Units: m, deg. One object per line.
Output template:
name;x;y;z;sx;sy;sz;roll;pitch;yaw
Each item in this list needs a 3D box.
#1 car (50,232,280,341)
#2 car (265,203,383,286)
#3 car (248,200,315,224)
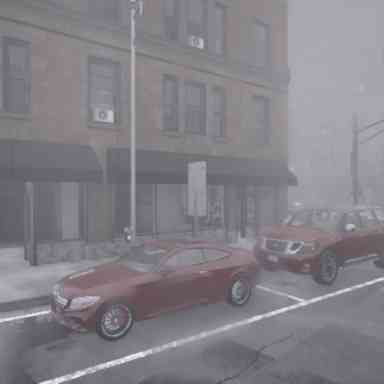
car;-0.461;1.583;6.435;4.206;1.307;1.802;0;0;-35
car;4.039;1.318;9.639;5.009;1.841;2.192;0;0;-35
car;6.844;1.494;25.904;1.882;1.535;5.008;0;0;-35
